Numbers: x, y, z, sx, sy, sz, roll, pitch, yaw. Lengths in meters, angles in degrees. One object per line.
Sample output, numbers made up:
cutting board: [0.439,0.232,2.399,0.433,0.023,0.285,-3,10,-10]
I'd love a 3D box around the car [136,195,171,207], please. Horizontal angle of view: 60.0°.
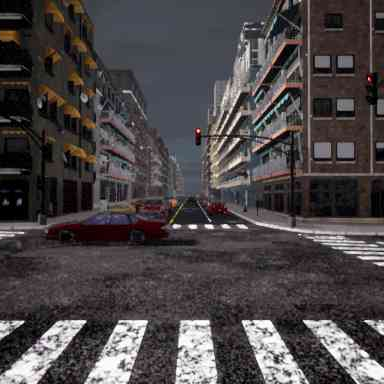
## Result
car: [-3.166,1.356,28.084,2.097,1.767,4.553,0,0,-1]

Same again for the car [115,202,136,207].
car: [-5.773,1.530,27.831,1.752,1.417,4.829,1,0,0]

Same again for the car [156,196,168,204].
car: [-5.902,1.567,66.665,2.008,1.369,4.403,1,0,0]

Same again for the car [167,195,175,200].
car: [-5.992,1.580,94.282,2.008,1.369,4.403,1,0,0]

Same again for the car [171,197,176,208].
car: [-3.224,1.554,37.576,2.033,1.411,5.357,0,0,0]

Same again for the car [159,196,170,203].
car: [-5.920,1.563,72.189,1.887,1.381,4.507,1,0,0]

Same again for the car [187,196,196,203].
car: [-0.151,1.618,70.025,1.895,1.301,4.718,0,0,0]

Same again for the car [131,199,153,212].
car: [-5.811,1.552,39.048,1.887,1.381,4.507,1,0,0]

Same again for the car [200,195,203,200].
car: [2.533,1.592,50.108,1.802,1.307,4.206,1,0,0]

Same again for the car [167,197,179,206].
car: [-3.249,1.613,57.224,1.895,1.301,4.718,0,0,0]

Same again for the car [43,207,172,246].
car: [-3.610,1.549,14.744,5.357,1.411,2.033,0,0,-1]

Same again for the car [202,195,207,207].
car: [2.571,1.447,39.061,1.967,1.590,4.097,1,0,0]

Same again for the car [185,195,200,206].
car: [-0.082,1.516,55.433,1.837,1.490,4.892,0,0,0]

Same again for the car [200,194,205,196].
car: [2.732,1.374,81.851,2.097,1.767,4.553,0,0,0]

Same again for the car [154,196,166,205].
car: [-5.883,1.539,60.972,1.752,1.417,4.829,1,0,0]

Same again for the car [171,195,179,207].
car: [-3.246,1.361,47.366,2.097,1.767,4.553,0,0,0]

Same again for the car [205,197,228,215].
car: [2.588,1.550,33.538,1.887,1.381,4.507,1,0,0]
